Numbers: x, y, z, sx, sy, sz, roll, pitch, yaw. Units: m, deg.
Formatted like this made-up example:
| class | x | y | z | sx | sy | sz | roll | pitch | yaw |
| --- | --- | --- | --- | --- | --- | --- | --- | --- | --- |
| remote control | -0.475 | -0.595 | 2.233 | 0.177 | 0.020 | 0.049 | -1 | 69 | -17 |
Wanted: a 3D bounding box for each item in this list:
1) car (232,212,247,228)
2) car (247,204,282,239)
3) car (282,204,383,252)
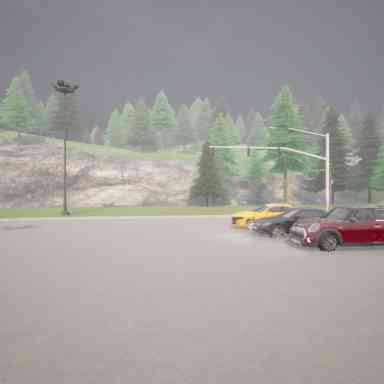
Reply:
| class | x | y | z | sx | sy | sz | roll | pitch | yaw |
| --- | --- | --- | --- | --- | --- | --- | --- | --- | --- |
| car | 4.939 | 1.477 | 20.340 | 5.008 | 1.535 | 1.882 | 0 | 0 | -7 |
| car | 5.467 | 1.526 | 16.872 | 4.674 | 1.442 | 1.812 | 0 | 0 | -7 |
| car | 6.330 | 1.352 | 13.459 | 4.553 | 1.767 | 2.097 | 0 | 0 | -7 |
